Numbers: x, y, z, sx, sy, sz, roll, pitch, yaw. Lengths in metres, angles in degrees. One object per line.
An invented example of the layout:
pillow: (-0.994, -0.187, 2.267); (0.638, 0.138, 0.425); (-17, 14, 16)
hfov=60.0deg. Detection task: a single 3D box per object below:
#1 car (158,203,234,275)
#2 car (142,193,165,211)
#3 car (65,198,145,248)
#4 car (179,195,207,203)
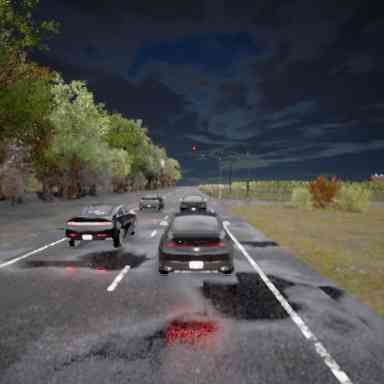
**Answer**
car: (0.096, 1.290, 9.706); (1.837, 1.490, 4.892); (0, 1, 0)
car: (-3.407, 0.854, 28.887); (2.128, 1.511, 4.902); (0, 1, 0)
car: (-3.404, 1.199, 13.226); (2.128, 1.511, 4.902); (0, 1, 0)
car: (0.097, 0.941, 24.332); (1.882, 1.535, 5.008); (0, 1, 0)
